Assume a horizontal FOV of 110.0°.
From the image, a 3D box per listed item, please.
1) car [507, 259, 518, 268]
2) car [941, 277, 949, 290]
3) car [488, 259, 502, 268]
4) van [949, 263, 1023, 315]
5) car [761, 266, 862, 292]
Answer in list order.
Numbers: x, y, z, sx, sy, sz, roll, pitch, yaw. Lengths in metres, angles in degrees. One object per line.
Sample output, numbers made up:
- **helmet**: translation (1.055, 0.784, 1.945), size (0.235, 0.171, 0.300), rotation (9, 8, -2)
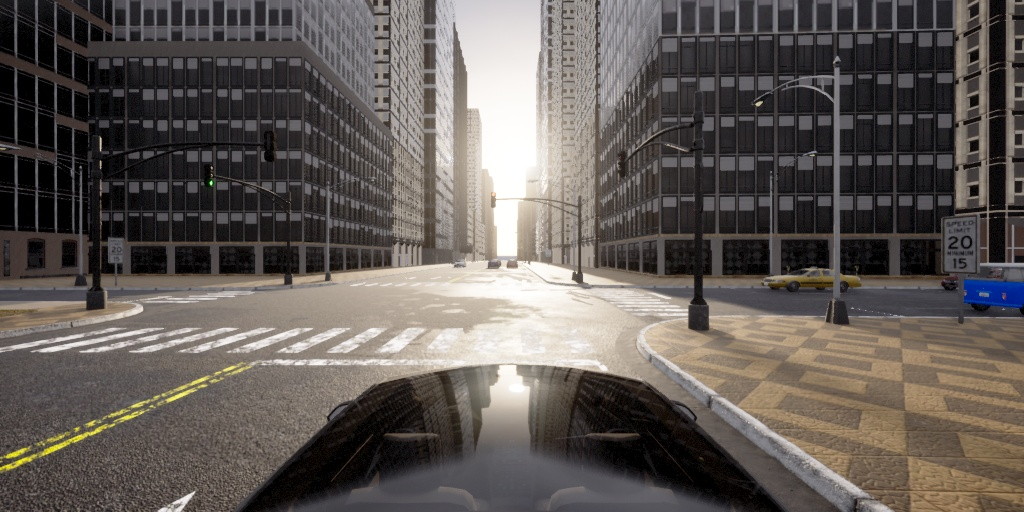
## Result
- **car**: translation (0.039, 1.425, 63.657), size (1.994, 1.385, 4.181), rotation (0, 0, 0)
- **car**: translation (26.933, 1.356, 20.155), size (4.207, 1.307, 1.802), rotation (0, 0, 2)
- **car**: translation (-3.211, 1.336, 62.826), size (1.882, 1.535, 5.008), rotation (0, 0, 0)
- **van**: translation (18.365, 1.119, 12.474), size (3.998, 1.789, 1.690), rotation (0, 0, 2)
- **car**: translation (17.099, 1.293, 20.646), size (4.829, 1.417, 1.751), rotation (0, 0, 2)
